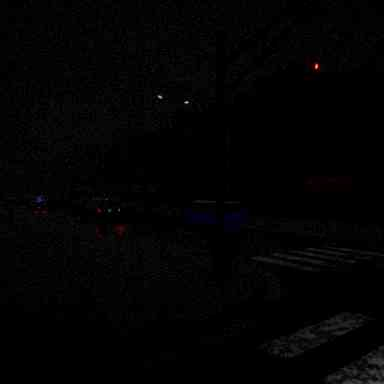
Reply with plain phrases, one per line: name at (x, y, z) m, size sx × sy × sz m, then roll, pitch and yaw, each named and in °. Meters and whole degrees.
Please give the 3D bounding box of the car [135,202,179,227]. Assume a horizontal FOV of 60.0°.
car at (-1.969, 1.488, 23.038) m, size 1.967 × 1.590 × 4.097 m, roll 0°, pitch 0°, yaw -36°

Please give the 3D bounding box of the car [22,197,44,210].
car at (-21.403, 1.739, 45.520) m, size 1.895 × 1.301 × 4.718 m, roll 0°, pitch 0°, yaw -36°

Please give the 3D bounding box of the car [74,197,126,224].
car at (-7.272, 1.413, 26.048) m, size 2.097 × 1.767 × 4.553 m, roll 0°, pitch 0°, yaw -36°

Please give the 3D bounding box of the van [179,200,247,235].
van at (1.242, 1.373, 18.603) m, size 1.690 × 1.788 × 3.998 m, roll 0°, pitch 0°, yaw -36°

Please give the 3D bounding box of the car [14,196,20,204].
car at (-34.177, 1.748, 67.526) m, size 1.752 × 1.417 × 4.829 m, roll 0°, pitch 0°, yaw -36°

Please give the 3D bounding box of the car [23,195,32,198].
car at (-27.656, 1.502, 58.518) m, size 2.192 × 1.841 × 5.009 m, roll 0°, pitch 0°, yaw -36°

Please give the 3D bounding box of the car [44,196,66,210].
car at (-18.024, 1.448, 45.213) m, size 2.192 × 1.841 × 5.009 m, roll 0°, pitch 0°, yaw -36°

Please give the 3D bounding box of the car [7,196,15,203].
car at (-40.500, 1.697, 76.259) m, size 1.967 × 1.590 × 4.097 m, roll 0°, pitch 0°, yaw -36°

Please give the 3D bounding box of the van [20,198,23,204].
van at (-30.867, 1.545, 62.954) m, size 1.690 × 1.788 × 3.998 m, roll 0°, pitch 0°, yaw -36°

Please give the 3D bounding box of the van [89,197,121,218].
van at (-8.391, 1.421, 31.908) m, size 1.690 × 1.788 × 3.998 m, roll 0°, pitch 0°, yaw -36°

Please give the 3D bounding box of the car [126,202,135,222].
car at (-5.180, 1.504, 27.473) m, size 1.967 × 1.590 × 4.097 m, roll 0°, pitch 0°, yaw -36°

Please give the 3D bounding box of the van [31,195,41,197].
van at (-24.445, 1.510, 54.083) m, size 1.690 × 1.788 × 3.998 m, roll 0°, pitch 0°, yaw -36°

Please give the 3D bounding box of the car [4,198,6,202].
car at (-43.810, 1.801, 80.832) m, size 1.752 × 1.417 × 4.829 m, roll 0°, pitch 0°, yaw -36°

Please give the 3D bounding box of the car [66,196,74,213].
car at (-11.602, 1.413, 36.340) m, size 2.192 × 1.841 × 5.009 m, roll 0°, pitch 0°, yaw -36°
